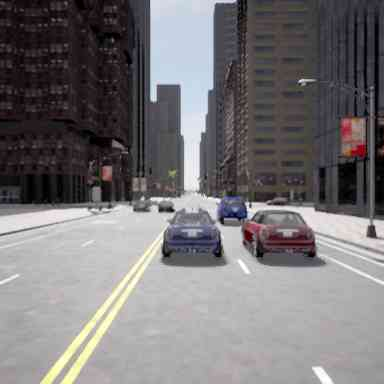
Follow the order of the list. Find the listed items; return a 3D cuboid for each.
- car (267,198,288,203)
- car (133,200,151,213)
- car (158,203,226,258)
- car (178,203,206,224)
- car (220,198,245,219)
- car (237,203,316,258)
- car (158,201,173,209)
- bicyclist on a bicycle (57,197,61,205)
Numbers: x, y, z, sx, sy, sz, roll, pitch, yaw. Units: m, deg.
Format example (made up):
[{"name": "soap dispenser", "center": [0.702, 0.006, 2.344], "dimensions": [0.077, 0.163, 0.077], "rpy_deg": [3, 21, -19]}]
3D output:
[{"name": "car", "center": [16.670, 1.890, 65.022], "dimensions": [4.097, 1.590, 1.967], "rpy_deg": [0, 0, 0]}, {"name": "car", "center": [-6.525, 1.876, 43.563], "dimensions": [1.837, 1.490, 4.892], "rpy_deg": [0, -1, 0]}, {"name": "car", "center": [0.021, 1.474, 13.413], "dimensions": [2.097, 1.767, 4.553], "rpy_deg": [0, -1, 0]}, {"name": "car", "center": [0.019, 1.744, 28.510], "dimensions": [2.128, 1.511, 4.902], "rpy_deg": [0, 0, 0]}, {"name": "car", "center": [3.260, 1.468, 27.555], "dimensions": [2.150, 2.045, 5.566], "rpy_deg": [0, 0, 0]}, {"name": "car", "center": [3.271, 1.474, 13.413], "dimensions": [2.097, 1.767, 4.553], "rpy_deg": [0, -1, 0]}, {"name": "car", "center": [-3.284, 1.840, 42.802], "dimensions": [1.882, 1.535, 5.008], "rpy_deg": [0, -1, 1]}, {"name": "bicyclist on a bicycle", "center": [-25.899, 1.817, 64.756], "dimensions": [0.582, 1.620, 1.656], "rpy_deg": [0, 1, 0]}]
